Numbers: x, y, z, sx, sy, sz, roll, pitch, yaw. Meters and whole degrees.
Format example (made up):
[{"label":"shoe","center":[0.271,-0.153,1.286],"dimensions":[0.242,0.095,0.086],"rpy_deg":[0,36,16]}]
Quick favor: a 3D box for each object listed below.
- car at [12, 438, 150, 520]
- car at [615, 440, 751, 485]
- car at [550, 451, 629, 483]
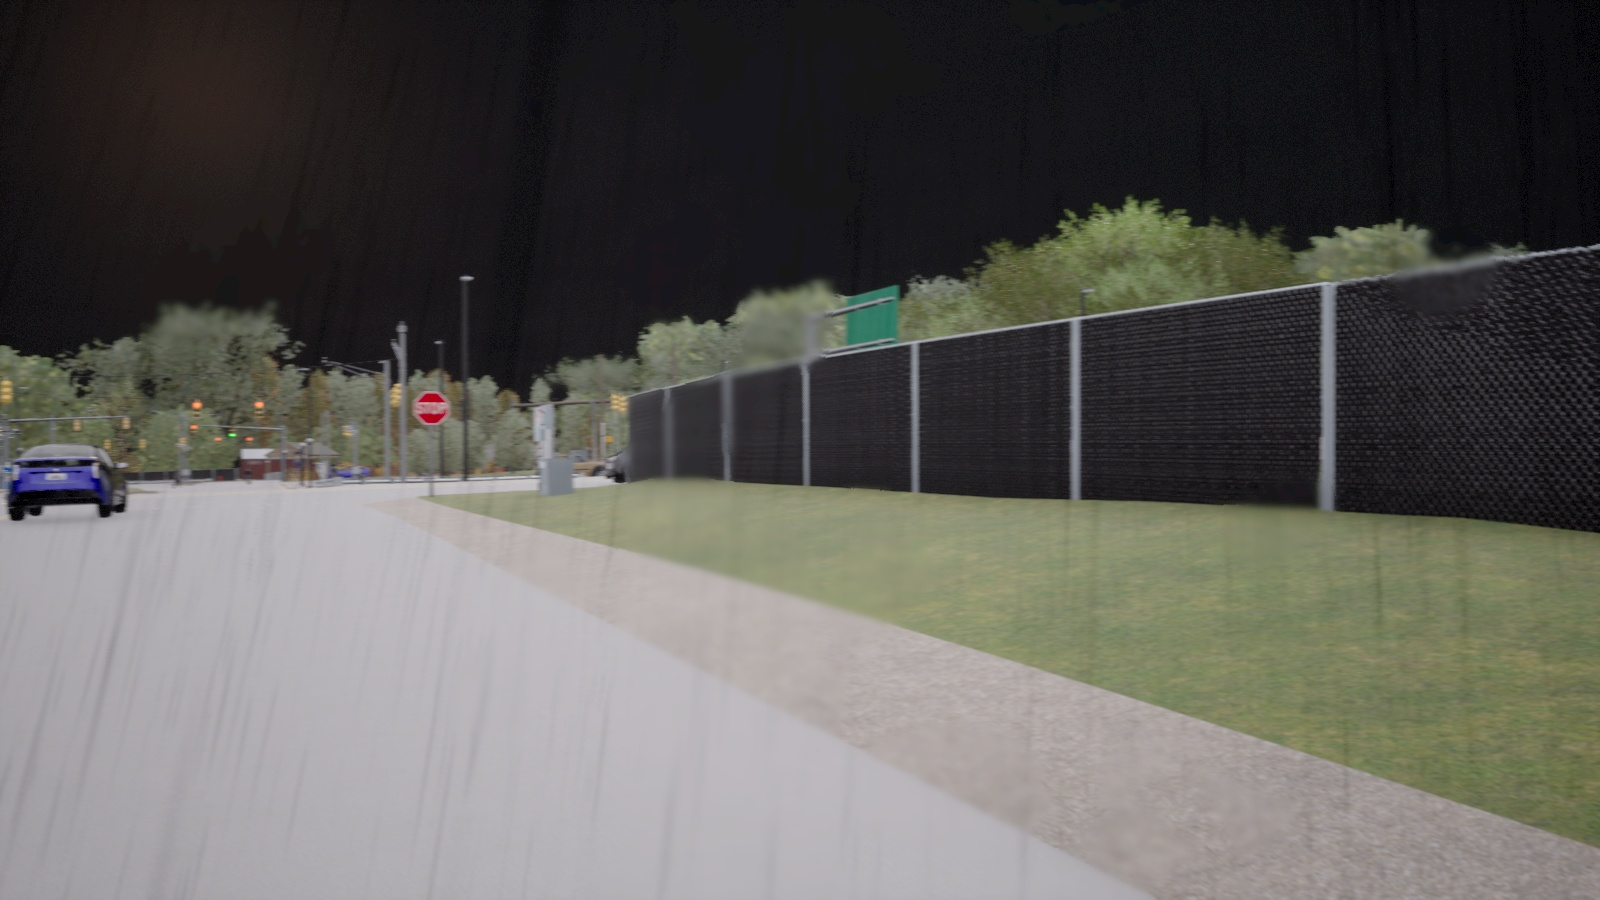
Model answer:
[{"label":"car","center":[-15.070,0.578,26.555],"dimensions":[2.007,1.525,4.514],"rpy_deg":[-1,0,-23]},{"label":"car","center":[-3.998,0.406,42.789],"dimensions":[4.181,1.385,1.994],"rpy_deg":[-2,0,-23]},{"label":"car","center":[-13.473,1.071,80.317],"dimensions":[4.605,1.855,1.932],"rpy_deg":[-2,0,-24]}]
